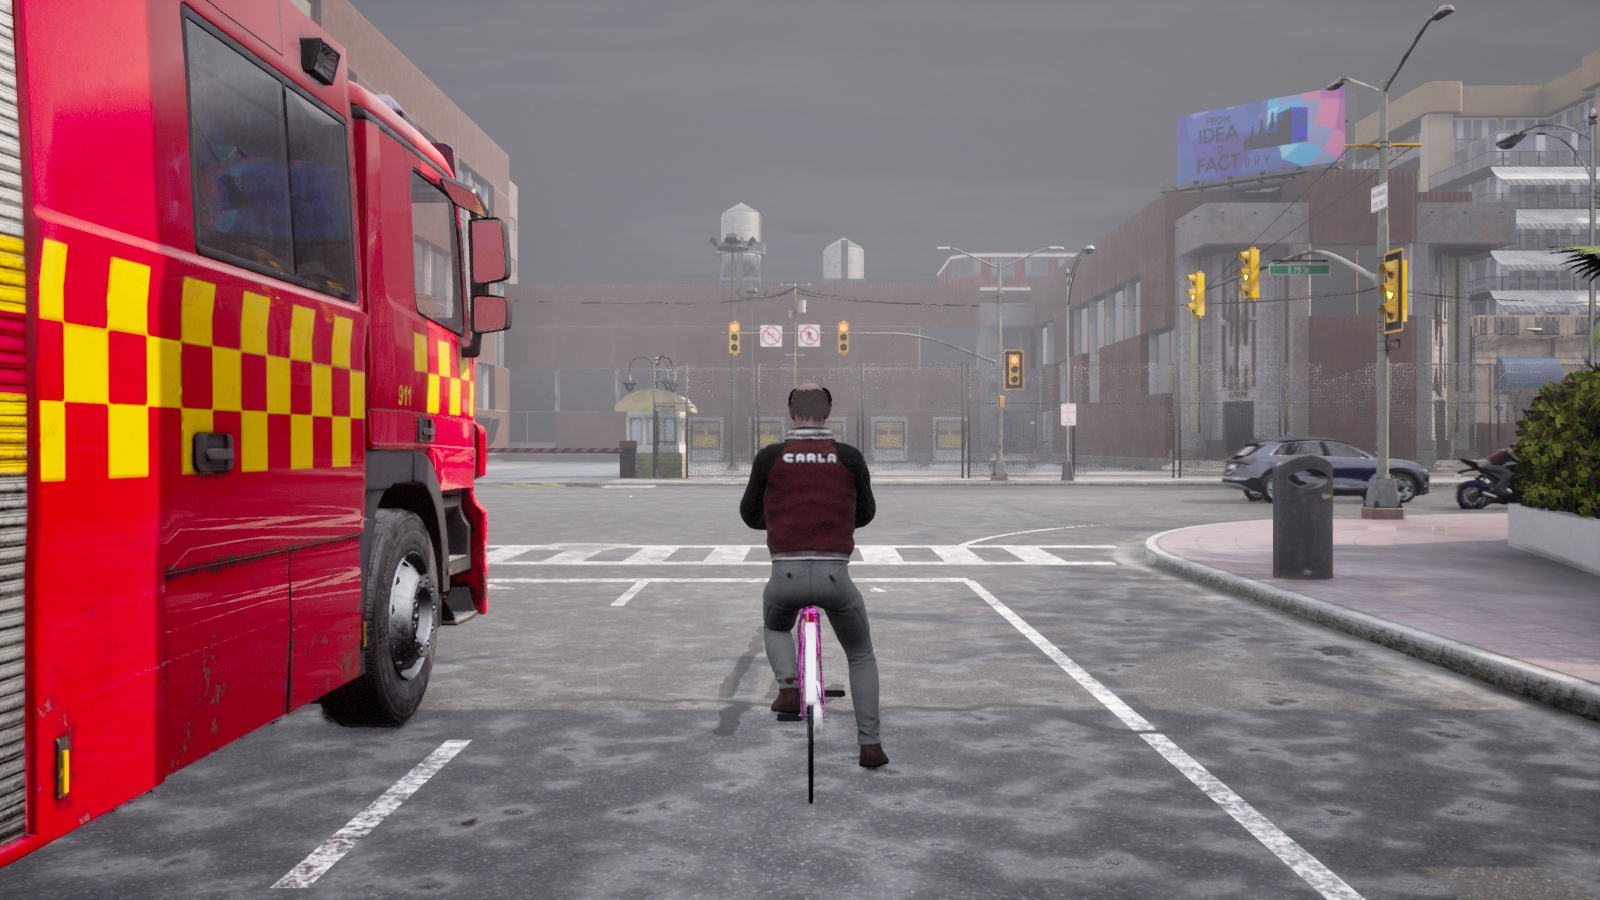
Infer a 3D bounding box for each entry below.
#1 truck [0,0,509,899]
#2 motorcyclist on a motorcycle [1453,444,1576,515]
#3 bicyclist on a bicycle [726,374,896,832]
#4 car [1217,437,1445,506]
[{"bbox_3d":[-3.466,-0.446,4.404,2.891,3.827,8.468,0,0,0],"label":"truck"},{"bbox_3d":[15.726,0.638,27.684,2.191,1.530,0.866,0,1,8],"label":"motorcyclist on a motorcycle"},{"bbox_3d":[0.044,0.584,5.787,0.659,1.776,1.843,0,1,0],"label":"bicyclist on a bicycle"},{"bbox_3d":[13.209,0.509,31.479,4.856,1.649,2.033,0,0,3],"label":"car"}]
